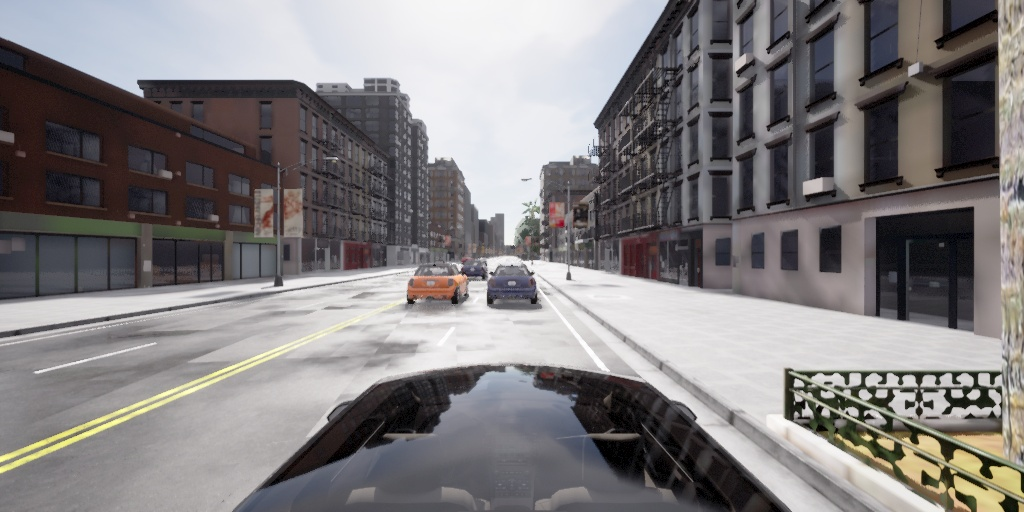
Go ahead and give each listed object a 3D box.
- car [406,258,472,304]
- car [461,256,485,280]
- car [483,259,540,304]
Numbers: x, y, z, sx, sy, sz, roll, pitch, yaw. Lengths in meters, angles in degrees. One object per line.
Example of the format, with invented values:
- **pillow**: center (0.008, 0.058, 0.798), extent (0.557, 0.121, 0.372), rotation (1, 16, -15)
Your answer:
- **car**: center (-3.250, 1.113, 16.471), extent (2.097, 1.767, 4.553), rotation (0, 0, 0)
- **car**: center (-3.249, 1.112, 31.470), extent (2.097, 1.767, 4.553), rotation (0, 0, 0)
- **car**: center (0.000, 1.113, 16.470), extent (2.097, 1.767, 4.553), rotation (0, 0, 0)
